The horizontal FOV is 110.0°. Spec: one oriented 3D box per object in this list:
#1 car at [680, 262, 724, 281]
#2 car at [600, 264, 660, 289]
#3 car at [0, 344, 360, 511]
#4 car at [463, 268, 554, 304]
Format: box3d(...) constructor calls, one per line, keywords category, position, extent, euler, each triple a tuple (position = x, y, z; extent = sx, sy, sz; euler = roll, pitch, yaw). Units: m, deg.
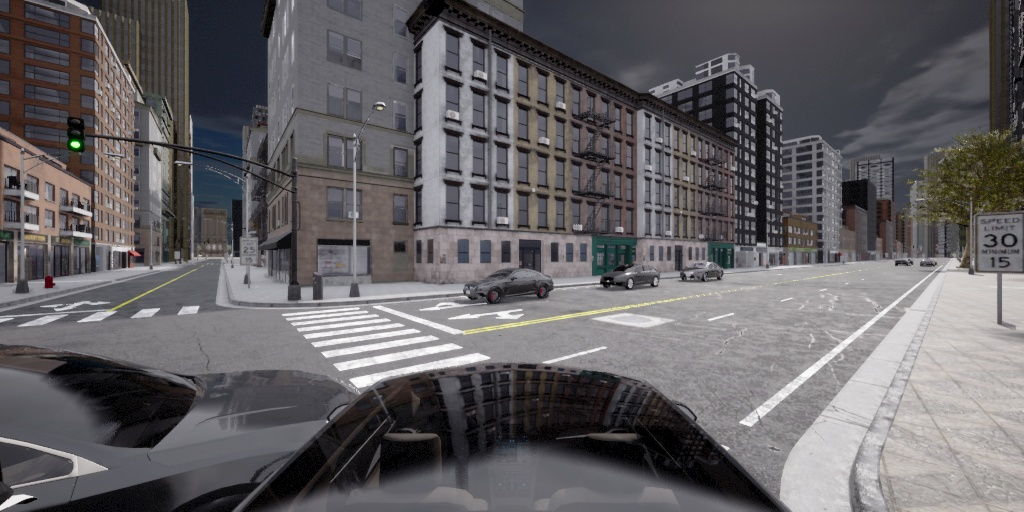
box3d(category="car", position=(15.633, 1.235, 29.451), extent=(4.902, 1.511, 2.128), euler=(0, 0, -39))
box3d(category="car", position=(7.629, 1.258, 22.972), extent=(4.892, 1.490, 1.837), euler=(0, 0, -39))
box3d(category="car", position=(-3.224, 1.257, 1.765), extent=(4.892, 1.490, 1.837), euler=(0, 0, -35))
box3d(category="car", position=(-0.056, 1.286, 16.740), extent=(4.674, 1.442, 1.812), euler=(0, 0, -39))
